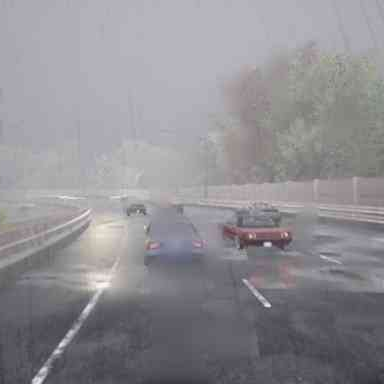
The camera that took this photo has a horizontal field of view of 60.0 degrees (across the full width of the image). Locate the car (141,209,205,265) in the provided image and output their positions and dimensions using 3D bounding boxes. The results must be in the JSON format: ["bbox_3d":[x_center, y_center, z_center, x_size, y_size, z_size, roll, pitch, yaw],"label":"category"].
[{"bbox_3d":[-0.738,1.565,11.800,2.033,1.411,5.357,0,0,-7],"label":"car"}]

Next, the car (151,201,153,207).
[{"bbox_3d":[-4.687,1.605,49.022,1.812,1.442,4.674,0,0,-24],"label":"car"}]

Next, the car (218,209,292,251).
[{"bbox_3d":[2.444,1.609,14.225,1.895,1.301,4.718,0,0,-8],"label":"car"}]

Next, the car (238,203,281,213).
[{"bbox_3d":[4.382,1.503,22.857,2.128,1.511,4.902,0,0,-12],"label":"car"}]

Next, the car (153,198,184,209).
[{"bbox_3d":[-2.318,1.529,33.995,1.882,1.535,5.008,0,0,-18],"label":"car"}]

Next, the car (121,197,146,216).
[{"bbox_3d":[-5.862,1.569,33.483,1.837,1.490,4.892,0,0,-19],"label":"car"}]
